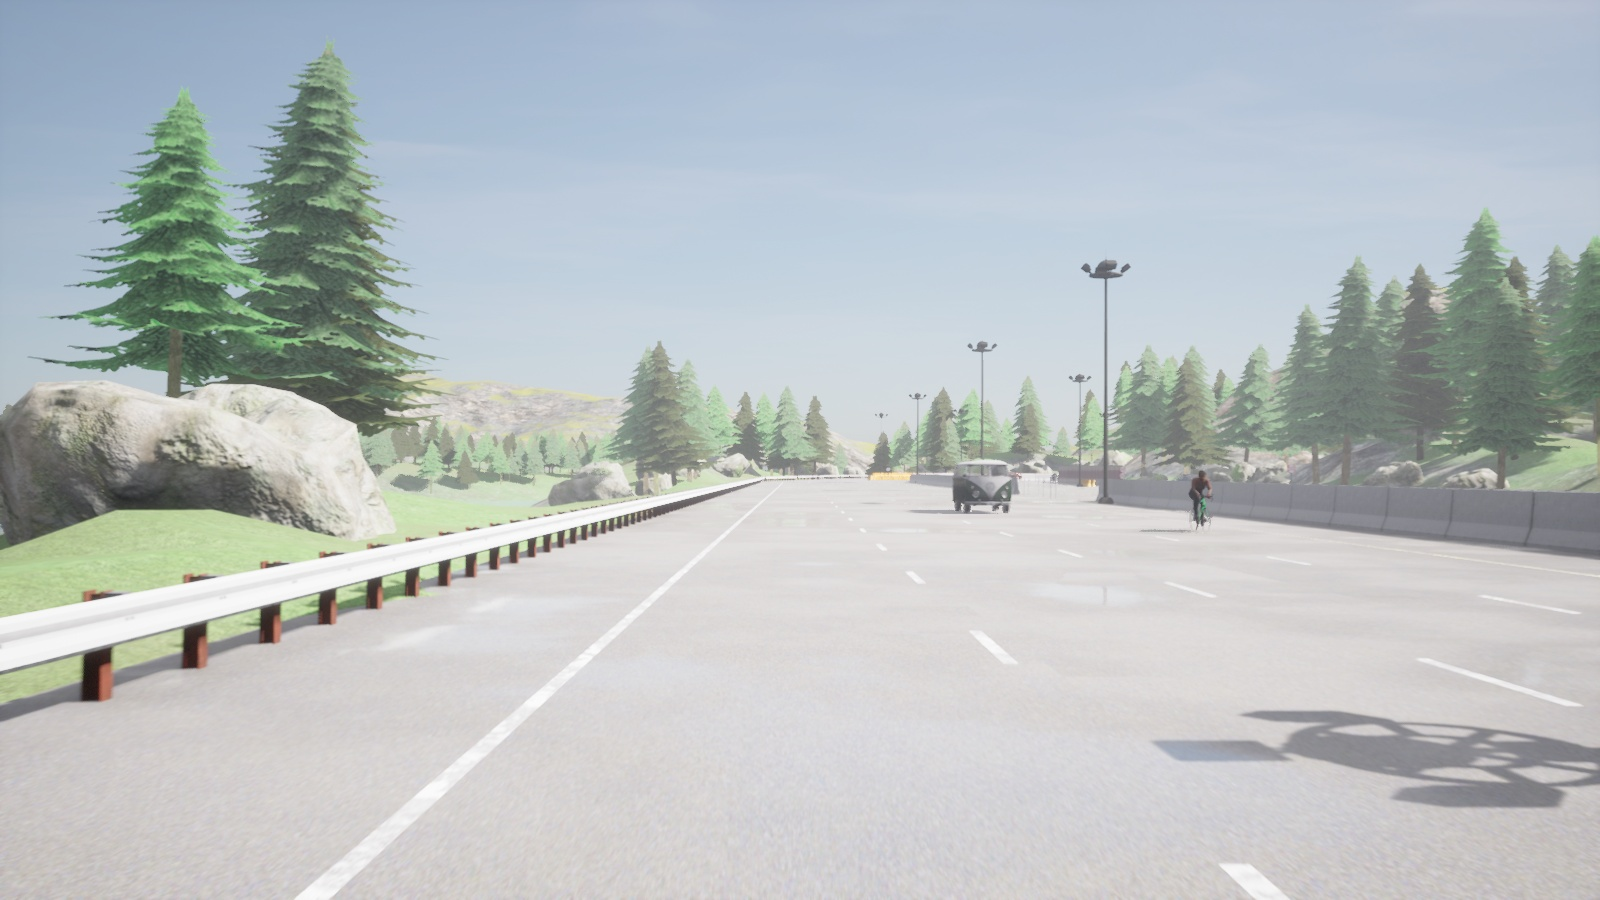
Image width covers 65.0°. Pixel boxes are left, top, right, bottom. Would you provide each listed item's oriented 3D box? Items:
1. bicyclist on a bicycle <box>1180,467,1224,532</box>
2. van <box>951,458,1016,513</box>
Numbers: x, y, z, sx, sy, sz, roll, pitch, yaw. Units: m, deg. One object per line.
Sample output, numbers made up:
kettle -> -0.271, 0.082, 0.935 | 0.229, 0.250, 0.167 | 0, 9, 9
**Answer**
bicyclist on a bicycle -> 10.424, 1.265, 32.622 | 0.582, 1.620, 1.656 | 0, -1, 0
van -> 6.889, 1.326, 47.460 | 1.775, 1.987, 4.442 | 0, -1, 0
